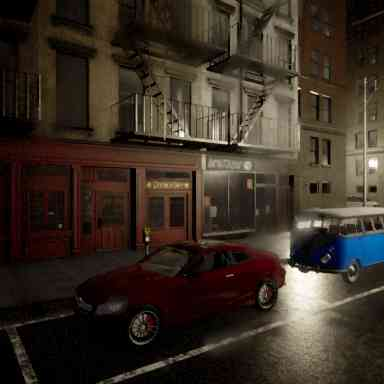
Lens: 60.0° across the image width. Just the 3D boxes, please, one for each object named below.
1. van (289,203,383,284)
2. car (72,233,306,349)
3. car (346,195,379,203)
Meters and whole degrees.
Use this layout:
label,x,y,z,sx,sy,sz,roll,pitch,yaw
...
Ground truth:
label,x,y,z,sx,sy,sz,roll,pitch,yaw
van,4.410,1.341,9.296,3.998,1.788,1.690,0,0,-35
car,-0.005,1.582,6.176,4.206,1.307,1.802,0,0,-35
car,15.844,1.308,32.018,2.150,2.045,5.566,0,0,-35
